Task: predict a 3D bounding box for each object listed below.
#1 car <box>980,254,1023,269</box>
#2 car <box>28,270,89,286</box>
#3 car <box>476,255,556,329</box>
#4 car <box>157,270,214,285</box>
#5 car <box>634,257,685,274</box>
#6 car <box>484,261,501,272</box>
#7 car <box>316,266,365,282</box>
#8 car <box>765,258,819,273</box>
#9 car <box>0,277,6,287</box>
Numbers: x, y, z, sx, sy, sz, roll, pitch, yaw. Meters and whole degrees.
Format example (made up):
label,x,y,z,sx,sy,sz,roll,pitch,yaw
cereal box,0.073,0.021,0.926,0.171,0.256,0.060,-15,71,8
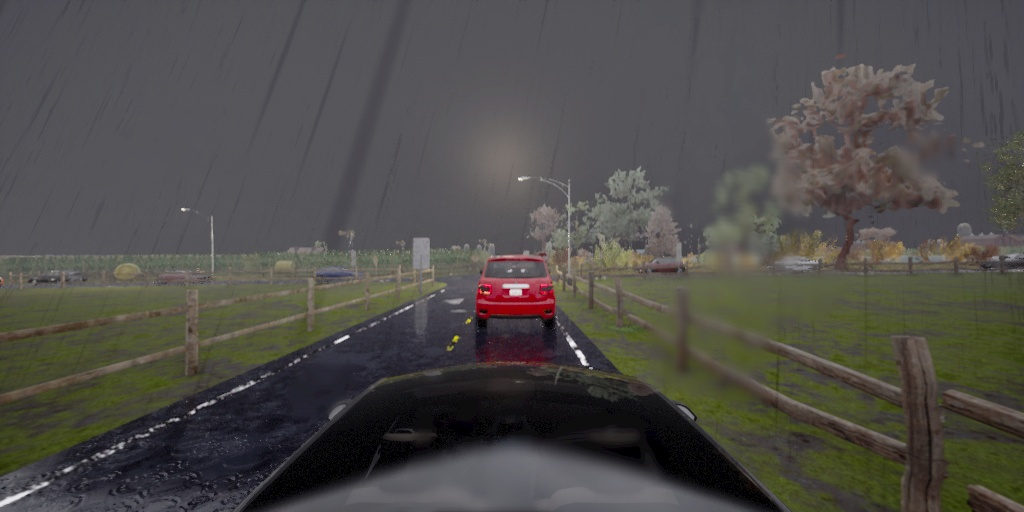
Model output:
label,x,y,z,sx,sy,sz,roll,pitch,yaw
car,48.855,0.541,34.970,4.674,1.442,1.812,-1,0,2
car,-46.921,2.242,37.109,4.902,1.511,2.128,-1,0,2
car,0.111,1.006,11.600,2.150,2.045,5.566,0,0,0
car,-30.784,1.994,33.858,4.181,1.385,1.994,-1,0,1
car,14.665,0.954,35.812,4.553,1.767,2.097,-1,0,1
car,-2.685,1.451,50.375,2.128,1.511,4.902,0,0,0
car,-15.991,1.677,33.502,4.674,1.442,1.812,-1,0,2
car,27.782,0.896,35.507,4.674,1.442,1.812,-1,0,1
car,-51.948,2.194,34.417,4.553,1.767,2.097,-1,0,1
